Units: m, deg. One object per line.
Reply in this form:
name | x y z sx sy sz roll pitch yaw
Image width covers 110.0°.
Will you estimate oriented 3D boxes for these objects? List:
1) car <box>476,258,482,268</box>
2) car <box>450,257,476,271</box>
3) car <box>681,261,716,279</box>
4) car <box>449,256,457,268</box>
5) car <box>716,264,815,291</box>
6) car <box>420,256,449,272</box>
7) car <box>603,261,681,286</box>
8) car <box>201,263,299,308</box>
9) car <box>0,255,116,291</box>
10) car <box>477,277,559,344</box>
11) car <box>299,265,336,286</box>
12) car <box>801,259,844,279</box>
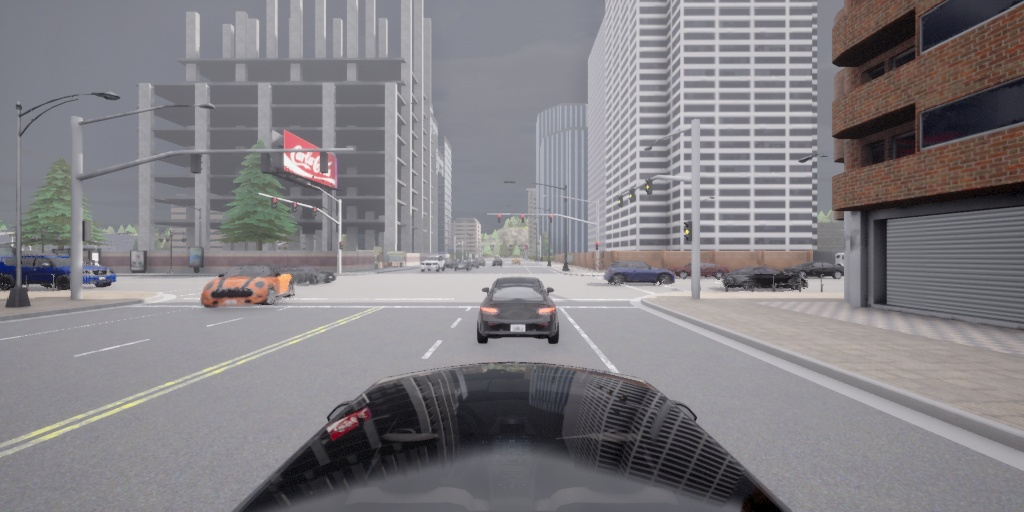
car | -6.453 1.314 58.511 1.994 1.385 4.181 0 0 0
car | -6.572 1.241 48.541 2.128 1.511 4.902 0 0 1
car | 16.456 1.228 31.896 5.008 1.535 1.882 0 0 0
car | -9.978 1.102 55.655 2.097 1.767 4.553 0 0 1
car | 14.860 1.314 21.206 4.181 1.385 1.994 0 0 0
car | -10.091 0.971 46.185 2.150 2.045 5.566 0 0 1
car | 8.716 1.102 24.745 4.553 1.767 2.097 0 0 0
car | -10.951 1.102 15.246 2.097 1.767 4.553 0 0 -18
car | -27.284 0.969 21.476 5.566 2.045 2.150 0 0 1
car | 0.156 1.276 9.472 1.812 1.442 4.674 0 0 1
car | -14.581 1.314 24.892 4.181 1.385 1.994 0 0 0
car | 26.649 1.228 31.820 5.008 1.535 1.882 0 0 0
